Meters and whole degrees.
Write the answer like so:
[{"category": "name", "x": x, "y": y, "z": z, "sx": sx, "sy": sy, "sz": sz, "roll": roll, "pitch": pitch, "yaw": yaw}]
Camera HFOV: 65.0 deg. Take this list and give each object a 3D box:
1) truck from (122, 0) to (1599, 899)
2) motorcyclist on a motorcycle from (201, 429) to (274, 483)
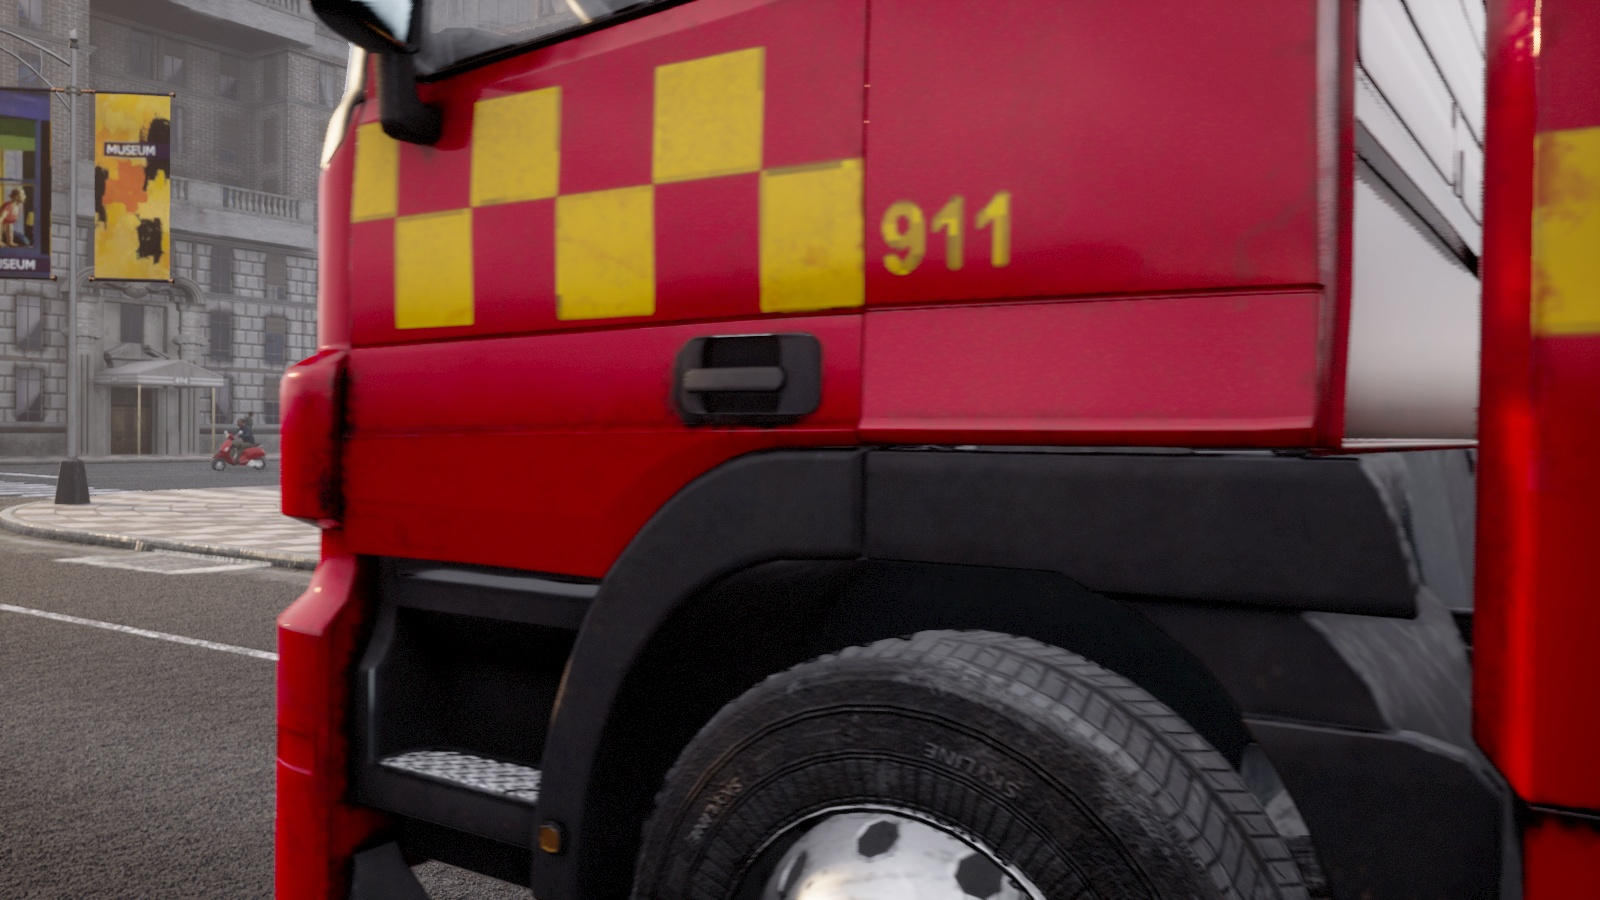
[{"category": "truck", "x": 2.768, "y": -0.476, "z": 1.762, "sx": 8.468, "sy": 3.827, "sz": 2.891, "roll": 0, "pitch": 1, "yaw": 34}, {"category": "motorcyclist on a motorcycle", "x": -16.951, "y": 0.165, "z": 37.888, "sx": 0.866, "sy": 1.590, "sz": 1.817, "roll": 0, "pitch": 1, "yaw": 33}]
